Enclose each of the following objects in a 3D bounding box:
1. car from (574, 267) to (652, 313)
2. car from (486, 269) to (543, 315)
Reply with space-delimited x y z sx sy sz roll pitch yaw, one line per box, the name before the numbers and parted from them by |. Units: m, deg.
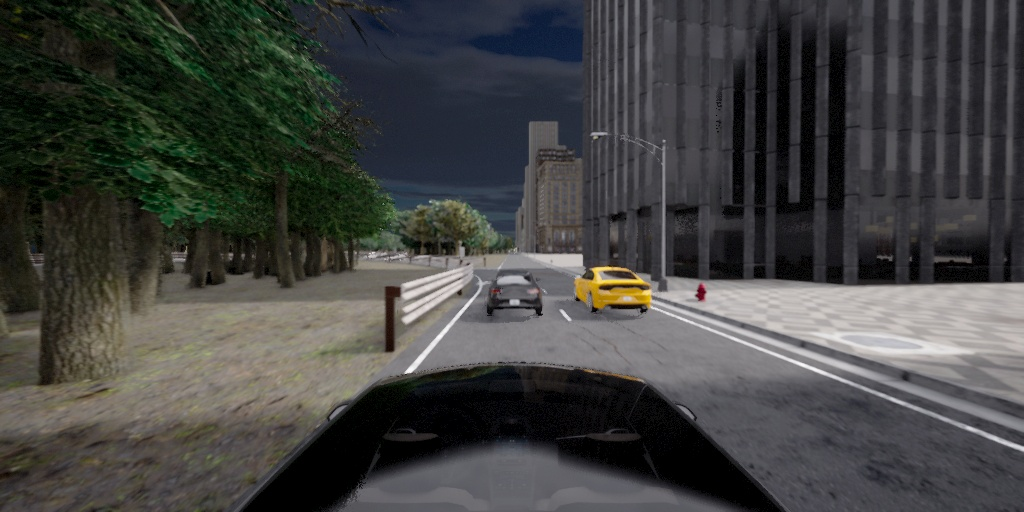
car | 3.589 1.158 13.610 1.882 1.535 5.008 0 0 0
car | 0.088 1.210 13.069 1.812 1.442 4.674 0 0 0
